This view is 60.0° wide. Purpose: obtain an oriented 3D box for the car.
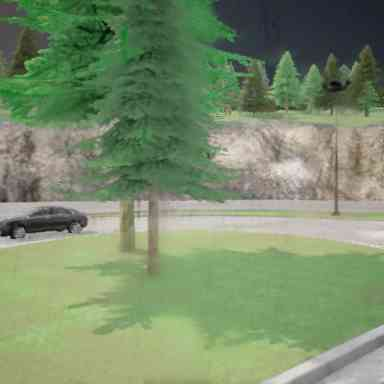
[{"bbox_3d":[-7.775,1.500,17.120,1.837,1.490,4.892,-3,-2,41],"label":"car"}]
